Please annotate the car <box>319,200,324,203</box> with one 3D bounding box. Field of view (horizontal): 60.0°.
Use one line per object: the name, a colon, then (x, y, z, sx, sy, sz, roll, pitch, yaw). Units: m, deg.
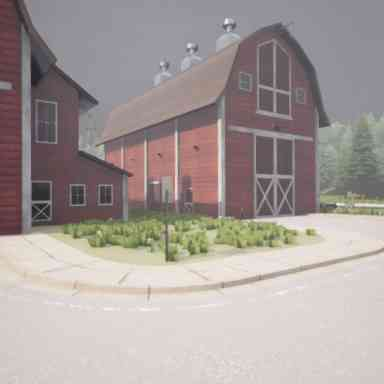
car: (15.954, 1.649, 42.258, 1.895, 1.301, 4.718, 0, 0, -34)
